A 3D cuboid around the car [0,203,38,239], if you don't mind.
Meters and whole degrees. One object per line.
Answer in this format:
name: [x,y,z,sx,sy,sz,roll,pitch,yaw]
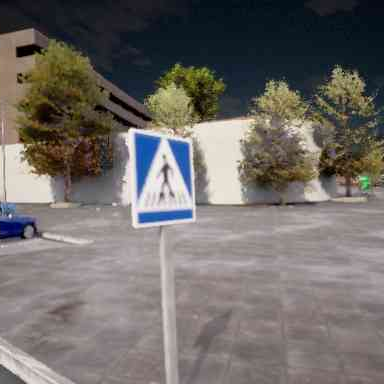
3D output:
car: [-8.560,1.308,13.419,2.097,1.535,5.008,1,0,18]
